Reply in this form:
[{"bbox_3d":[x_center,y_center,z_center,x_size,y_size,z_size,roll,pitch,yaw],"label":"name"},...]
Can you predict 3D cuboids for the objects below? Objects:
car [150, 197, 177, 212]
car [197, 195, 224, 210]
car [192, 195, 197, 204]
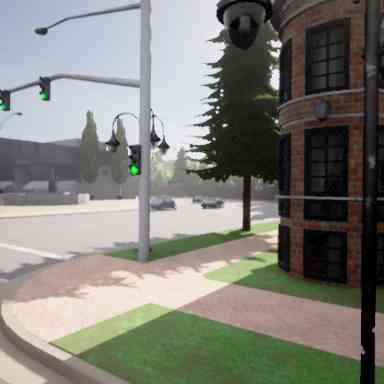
[{"bbox_3d":[-3.219,1.236,34.846,1.812,1.442,4.674,1,1,25],"label":"car"},{"bbox_3d":[2.551,1.282,39.762,2.033,1.411,5.357,1,0,17],"label":"car"},{"bbox_3d":[1.119,1.187,54.414,1.994,1.385,4.181,1,0,-3],"label":"car"}]
